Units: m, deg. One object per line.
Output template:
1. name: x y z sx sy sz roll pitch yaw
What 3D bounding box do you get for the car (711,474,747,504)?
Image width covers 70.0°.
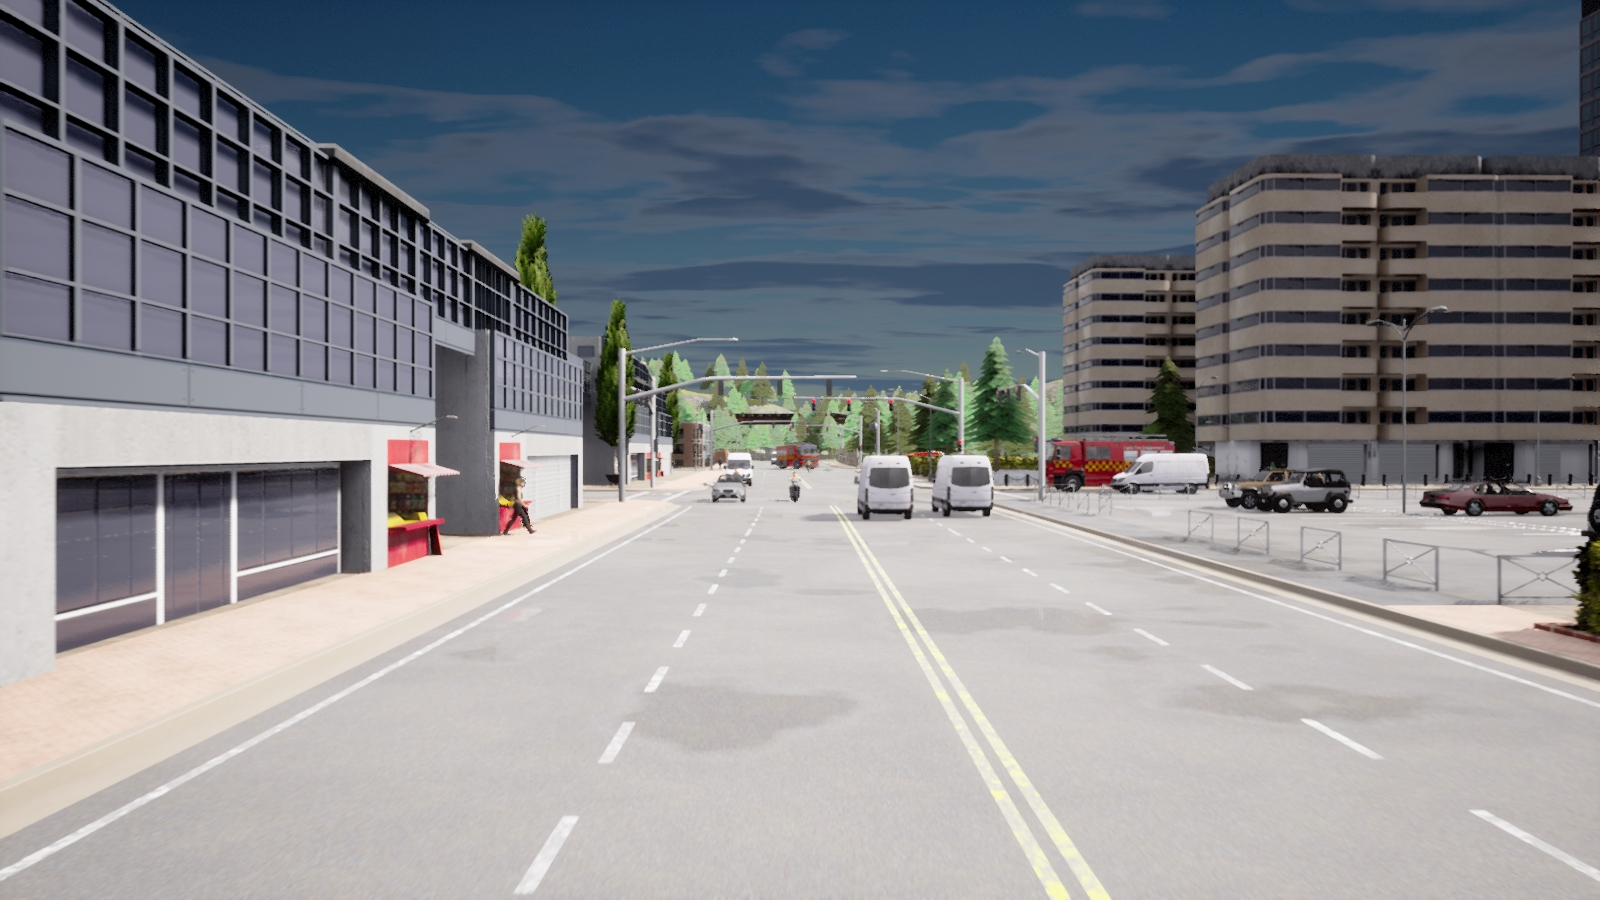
1. car: -3.773 2.049 61.156 1.816 1.474 4.193 0 0 -2

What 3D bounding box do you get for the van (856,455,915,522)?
1. van: 3.487 1.521 47.556 1.988 2.561 5.915 0 0 0

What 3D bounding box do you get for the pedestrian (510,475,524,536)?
1. pedestrian: -8.682 1.686 35.013 0.375 1.860 0.375 0 0 -22

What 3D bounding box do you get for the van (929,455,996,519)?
1. van: 6.971 1.521 49.598 1.988 2.561 5.915 0 0 0

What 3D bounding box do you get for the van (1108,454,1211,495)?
1. van: 22.714 1.515 72.280 5.915 2.561 1.988 0 0 -2
